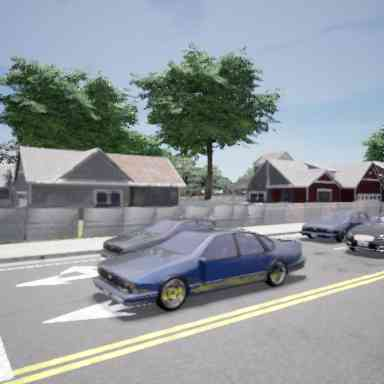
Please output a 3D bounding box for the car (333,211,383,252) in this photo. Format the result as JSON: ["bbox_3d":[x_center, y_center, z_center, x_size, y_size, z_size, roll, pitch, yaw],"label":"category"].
[{"bbox_3d":[8.202,1.626,13.515,4.902,1.511,2.128,1,0,-36],"label":"car"}]

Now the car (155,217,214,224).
[{"bbox_3d":[-0.331,1.606,11.468,5.357,1.411,2.033,1,0,-38],"label":"car"}]

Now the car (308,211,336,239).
[{"bbox_3d":[7.966,1.700,17.334,5.357,1.411,2.033,1,0,-35],"label":"car"}]

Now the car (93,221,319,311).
[{"bbox_3d":[0.497,1.594,8.024,5.357,1.411,2.033,1,0,-35],"label":"car"}]
